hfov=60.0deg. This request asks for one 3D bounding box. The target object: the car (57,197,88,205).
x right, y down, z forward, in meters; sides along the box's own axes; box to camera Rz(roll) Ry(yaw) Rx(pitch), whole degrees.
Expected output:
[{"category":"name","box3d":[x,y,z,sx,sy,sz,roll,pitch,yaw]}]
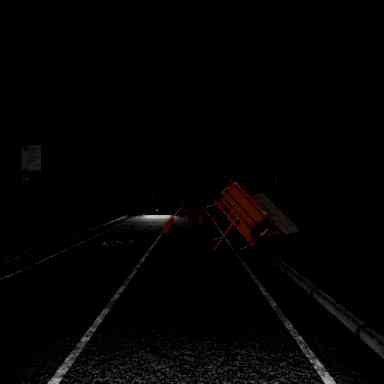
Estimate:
[{"category":"car","box3d":[-21.908,1.689,61.128,4.792,1.488,2.163,0,-1,0]}]

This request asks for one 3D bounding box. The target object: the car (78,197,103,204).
[{"category":"car","box3d":[-21.950,1.810,72.143,4.674,1.452,2.002,0,-1,0]}]

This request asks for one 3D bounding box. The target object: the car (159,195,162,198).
[{"category":"car","box3d":[-8.887,1.408,61.282,5.566,2.045,2.435,0,-1,0]}]

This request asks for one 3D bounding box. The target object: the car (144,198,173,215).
[{"category":"car","box3d":[-3.249,1.537,32.881,1.994,1.385,4.181,0,0,0]}]

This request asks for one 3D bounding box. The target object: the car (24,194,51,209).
[{"category":"car","box3d":[-21.892,1.385,44.421,4.553,1.767,2.185,0,0,0]}]

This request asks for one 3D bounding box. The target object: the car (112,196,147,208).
[{"category":"car","box3d":[-8.813,1.407,47.263,4.553,1.767,2.185,0,-1,0]}]

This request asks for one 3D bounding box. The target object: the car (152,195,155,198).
[{"category":"car","box3d":[-8.842,1.584,52.870,4.892,1.521,2.231,0,-1,0]}]

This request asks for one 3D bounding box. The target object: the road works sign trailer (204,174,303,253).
[{"category":"road works sign trailer","box3d":[2.367,1.056,12.647,3.560,2.880,2.380,-5,45,-44]}]

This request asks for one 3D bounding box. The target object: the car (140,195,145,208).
[{"category":"car","box3d":[-8.849,1.490,41.656,4.892,1.521,2.231,0,0,0]}]

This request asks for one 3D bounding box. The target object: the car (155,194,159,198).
[{"category":"car","box3d":[-8.849,1.634,58.476,5.008,1.535,2.097,0,-1,0]}]

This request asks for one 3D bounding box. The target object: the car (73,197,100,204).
[{"category":"car","box3d":[-21.944,1.741,69.483,5.008,1.535,2.097,0,-1,0]}]

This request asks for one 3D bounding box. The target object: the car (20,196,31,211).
[{"category":"car","box3d":[-21.926,1.513,38.851,4.674,1.452,2.002,0,0,0]}]

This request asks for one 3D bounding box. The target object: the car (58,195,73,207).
[{"category":"car","box3d":[-21.925,1.623,52.772,4.674,1.452,2.002,0,-1,0]}]

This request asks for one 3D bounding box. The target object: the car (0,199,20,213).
[{"category":"car","box3d":[-21.930,1.458,36.065,5.008,1.535,2.097,0,0,0]}]

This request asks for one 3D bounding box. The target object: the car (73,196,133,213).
[{"category":"car","box3d":[-8.841,1.450,33.251,4.892,1.521,2.231,0,0,0]}]

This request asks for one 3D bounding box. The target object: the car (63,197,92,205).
[{"category":"car","box3d":[-21.970,1.714,63.913,4.792,1.488,2.163,0,-1,0]}]

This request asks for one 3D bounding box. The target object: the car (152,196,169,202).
[{"category":"car","box3d":[-8.935,1.921,94.915,4.553,1.767,2.185,0,-1,0]}]

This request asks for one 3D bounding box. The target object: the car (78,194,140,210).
[{"category":"car","box3d":[-8.874,1.208,36.054,5.566,2.045,2.435,0,0,0]}]

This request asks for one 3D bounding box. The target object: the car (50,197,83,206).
[{"category":"car","box3d":[-21.928,1.634,58.343,5.008,1.535,2.097,0,-1,0]}]

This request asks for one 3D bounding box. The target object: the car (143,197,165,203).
[{"category":"car","box3d":[-8.910,1.869,78.095,4.792,1.488,2.163,0,-1,0]}]

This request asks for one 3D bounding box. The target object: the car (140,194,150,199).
[{"category":"car","box3d":[-8.872,1.259,44.464,5.566,2.045,2.435,0,0,0]}]

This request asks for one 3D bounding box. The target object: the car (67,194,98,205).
[{"category":"car","box3d":[-21.917,1.460,66.699,5.566,2.045,2.435,0,-1,0]}]

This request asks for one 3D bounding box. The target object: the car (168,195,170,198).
[{"category":"car","box3d":[-8.863,1.973,86.504,4.792,1.488,2.163,0,-1,0]}]

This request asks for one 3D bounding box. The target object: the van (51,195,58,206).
[{"category":"van","box3d":[-22.040,1.307,47.202,4.442,1.987,1.878,0,0,0]}]

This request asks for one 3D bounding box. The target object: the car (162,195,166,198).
[{"category":"car","box3d":[-8.868,1.772,72.492,5.008,1.535,2.097,0,-1,0]}]

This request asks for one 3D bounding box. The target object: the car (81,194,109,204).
[{"category":"car","box3d":[-21.927,1.552,75.054,5.566,2.045,2.435,0,-1,0]}]

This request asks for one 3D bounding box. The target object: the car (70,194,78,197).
[{"category":"car","box3d":[-21.745,1.605,55.557,5.366,1.575,1.946,0,-1,0]}]

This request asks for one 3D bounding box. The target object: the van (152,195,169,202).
[{"category":"van","box3d":[-8.783,1.786,92.113,4.442,1.987,1.878,0,-1,0]}]

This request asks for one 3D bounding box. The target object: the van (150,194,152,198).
[{"category":"van","box3d":[-8.730,1.332,50.068,4.442,1.987,1.878,0,-1,0]}]

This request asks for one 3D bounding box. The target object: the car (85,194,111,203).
[{"category":"car","box3d":[-21.932,1.585,77.715,5.566,2.045,2.435,0,-1,0]}]
